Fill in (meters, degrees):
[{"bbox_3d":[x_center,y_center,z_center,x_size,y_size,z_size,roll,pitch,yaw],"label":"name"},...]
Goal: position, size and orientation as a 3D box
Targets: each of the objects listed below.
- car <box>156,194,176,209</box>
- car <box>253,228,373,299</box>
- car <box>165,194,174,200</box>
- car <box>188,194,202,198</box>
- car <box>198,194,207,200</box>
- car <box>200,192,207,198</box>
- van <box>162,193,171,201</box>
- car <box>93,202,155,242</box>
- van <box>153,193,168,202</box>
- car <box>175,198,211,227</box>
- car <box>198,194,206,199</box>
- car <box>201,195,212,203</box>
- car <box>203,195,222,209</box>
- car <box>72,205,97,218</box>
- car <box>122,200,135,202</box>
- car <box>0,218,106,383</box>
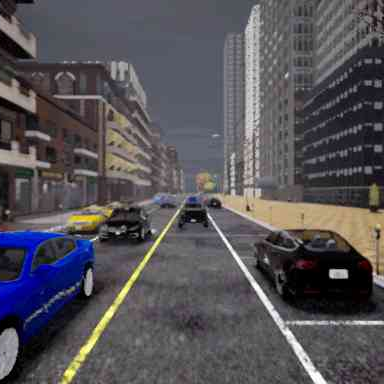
[{"bbox_3d":[-3.094,1.372,43.356,2.033,1.411,5.357,0,0,0],"label":"car"},{"bbox_3d":[2.694,1.530,8.193,1.947,1.339,4.313,0,0,0],"label":"car"},{"bbox_3d":[-5.701,1.243,85.512,2.008,1.369,4.403,0,0,0],"label":"car"},{"bbox_3d":[0.092,1.340,46.233,1.812,1.442,4.674,0,0,0],"label":"car"},{"bbox_3d":[2.680,1.258,85.513,1.947,1.339,4.313,0,0,0],"label":"car"},{"bbox_3d":[2.686,1.234,52.375,1.967,1.590,4.097,0,0,0],"label":"car"},{"bbox_3d":[-5.698,1.064,74.465,1.690,1.788,3.998,0,0,0],"label":"van"},{"bbox_3d":[-3.052,1.435,16.091,1.837,1.490,4.892,0,0,0],"label":"car"},{"bbox_3d":[-5.696,1.117,57.898,1.690,1.788,3.998,0,0,0],"label":"van"},{"bbox_3d":[0.078,1.412,21.991,1.837,1.490,4.892,0,1,0],"label":"car"},{"bbox_3d":[2.679,1.223,91.036,1.887,1.381,4.507,0,0,0],"label":"car"},{"bbox_3d":[2.684,1.309,63.422,2.008,1.369,4.403,0,0,0],"label":"car"},{"bbox_3d":[2.688,1.397,41.330,1.947,1.339,4.313,0,0,0],"label":"car"},{"bbox_3d":[-5.688,1.443,19.068,1.752,1.417,4.829,0,0,0],"label":"car"},{"bbox_3d":[-5.690,1.420,24.591,1.752,1.417,4.829,0,0,0],"label":"car"},{"bbox_3d":[-3.091,1.453,5.515,1.882,1.535,5.008,0,0,0],"label":"car"}]
